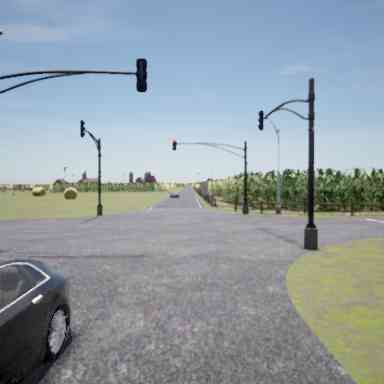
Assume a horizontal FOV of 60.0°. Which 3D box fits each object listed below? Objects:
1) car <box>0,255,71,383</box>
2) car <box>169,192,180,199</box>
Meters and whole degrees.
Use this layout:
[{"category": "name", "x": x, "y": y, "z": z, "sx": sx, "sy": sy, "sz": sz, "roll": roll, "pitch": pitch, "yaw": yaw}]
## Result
[{"category": "car", "x": -2.681, "y": 1.485, "z": 2.988, "sx": 1.837, "sy": 1.490, "sz": 4.892, "roll": 0, "pitch": 1, "yaw": 1}, {"category": "car", "x": -3.341, "y": 0.660, "z": 64.018, "sx": 1.895, "sy": 1.301, "sz": 4.718, "roll": 0, "pitch": 1, "yaw": 0}]
